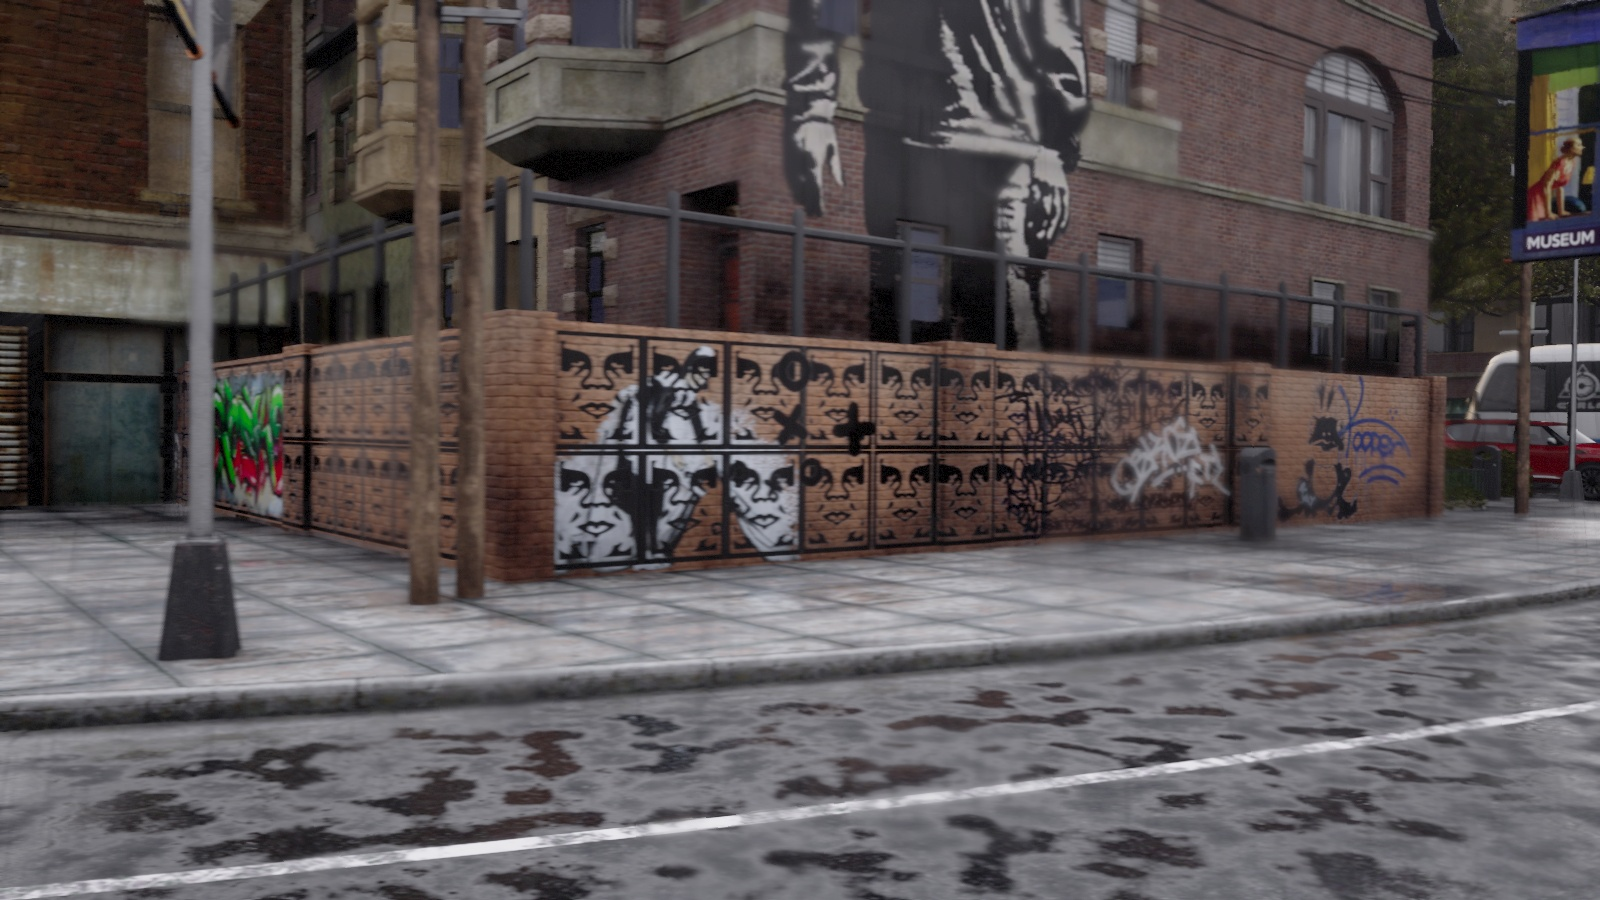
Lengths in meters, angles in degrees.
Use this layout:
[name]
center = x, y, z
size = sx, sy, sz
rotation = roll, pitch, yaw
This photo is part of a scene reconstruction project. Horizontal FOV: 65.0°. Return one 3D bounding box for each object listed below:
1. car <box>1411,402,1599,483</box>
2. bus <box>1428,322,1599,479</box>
[car]
center = 19.737, -0.226, 33.773
size = 2.150, 2.045, 5.566
rotation = -1, 1, -38
[bus]
center = 23.639, -1.384, 35.042
size = 10.273, 4.253, 3.944
rotation = 0, 1, 41
